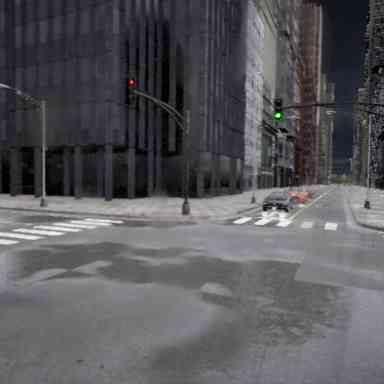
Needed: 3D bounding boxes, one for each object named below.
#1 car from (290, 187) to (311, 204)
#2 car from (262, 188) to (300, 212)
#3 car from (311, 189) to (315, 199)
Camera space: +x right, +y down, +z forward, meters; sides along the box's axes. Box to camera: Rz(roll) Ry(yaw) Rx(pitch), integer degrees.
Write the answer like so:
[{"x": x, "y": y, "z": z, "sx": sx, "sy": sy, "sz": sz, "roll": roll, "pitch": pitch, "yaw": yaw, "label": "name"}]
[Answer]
[{"x": 10.933, "y": 0.218, "z": 34.866, "sx": 2.097, "sy": 1.767, "sz": 4.553, "roll": 2, "pitch": 2, "yaw": 24, "label": "car"}, {"x": 6.773, "y": 0.685, "z": 25.647, "sx": 2.033, "sy": 1.411, "sz": 5.357, "roll": 2, "pitch": 2, "yaw": 23, "label": "car"}, {"x": 15.149, "y": 0.195, "z": 44.148, "sx": 1.895, "sy": 1.301, "sz": 4.718, "roll": 2, "pitch": 2, "yaw": 25, "label": "car"}]
